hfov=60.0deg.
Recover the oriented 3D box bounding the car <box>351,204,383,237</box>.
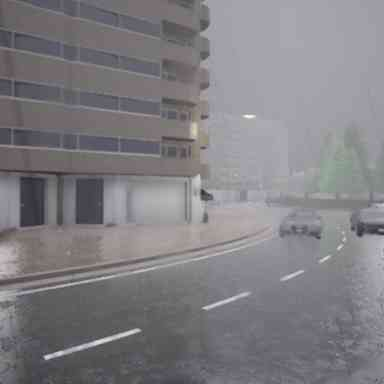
[{"bbox_3d":[10.128,1.620,18.664,1.882,1.535,5.008,0,0,20],"label":"car"}]

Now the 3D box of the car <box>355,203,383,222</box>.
[{"bbox_3d":[16.231,1.749,29.296,1.812,1.442,4.674,0,0,5],"label":"car"}]

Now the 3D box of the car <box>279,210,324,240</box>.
[{"bbox_3d":[6.021,1.698,17.982,1.994,1.385,4.181,0,0,24],"label":"car"}]
